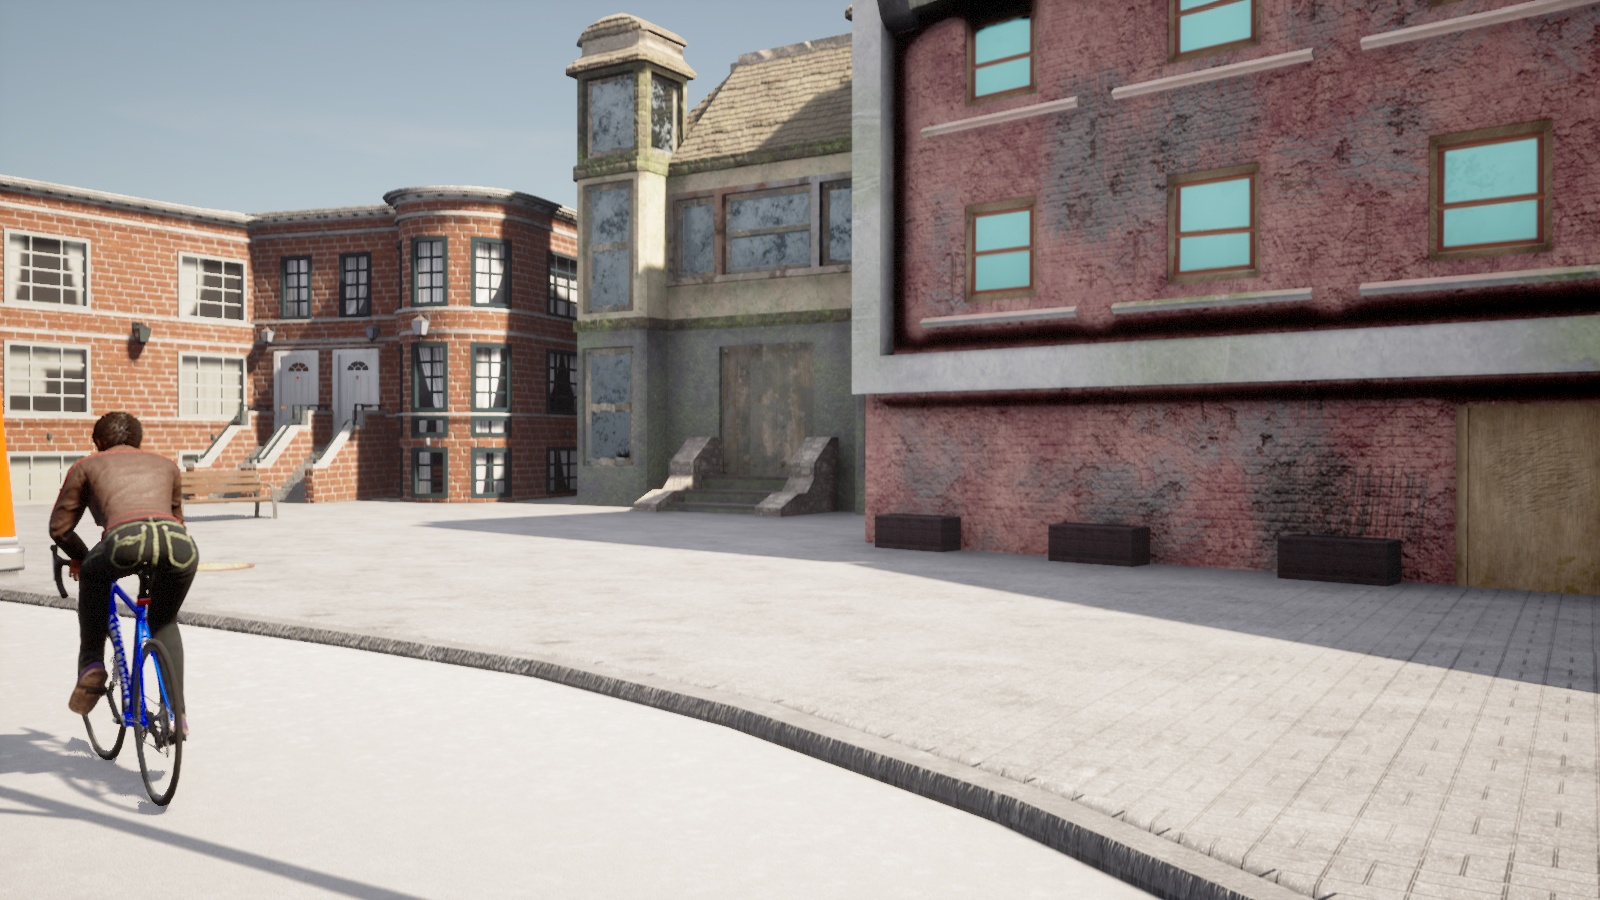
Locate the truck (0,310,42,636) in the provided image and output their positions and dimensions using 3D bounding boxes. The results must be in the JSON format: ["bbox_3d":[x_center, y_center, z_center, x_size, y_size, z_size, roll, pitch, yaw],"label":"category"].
[{"bbox_3d":[-8.798,0.162,10.045,5.204,2.467,2.627,0,1,32],"label":"truck"}]

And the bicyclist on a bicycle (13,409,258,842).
[{"bbox_3d":[-2.959,0.651,5.512,0.582,1.620,1.656,0,1,-41],"label":"bicyclist on a bicycle"}]
